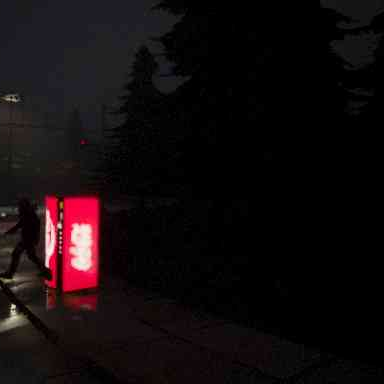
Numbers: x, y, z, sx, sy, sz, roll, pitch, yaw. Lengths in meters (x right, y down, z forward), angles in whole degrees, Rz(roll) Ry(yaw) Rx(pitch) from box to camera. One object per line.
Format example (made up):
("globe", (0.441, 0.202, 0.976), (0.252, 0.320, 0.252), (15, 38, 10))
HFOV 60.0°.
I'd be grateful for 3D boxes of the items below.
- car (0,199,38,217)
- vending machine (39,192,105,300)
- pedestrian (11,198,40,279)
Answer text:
("car", (-12.236, 1.104, 23.156), (1.895, 1.301, 4.718), (1, 1, -11))
("vending machine", (-2.601, 1.065, 7.215), (1.100, 2.100, 0.880), (1, 1, -39))
("pedestrian", (-3.671, 0.990, 7.323), (0.375, 1.860, 0.375), (1, 1, -38))
